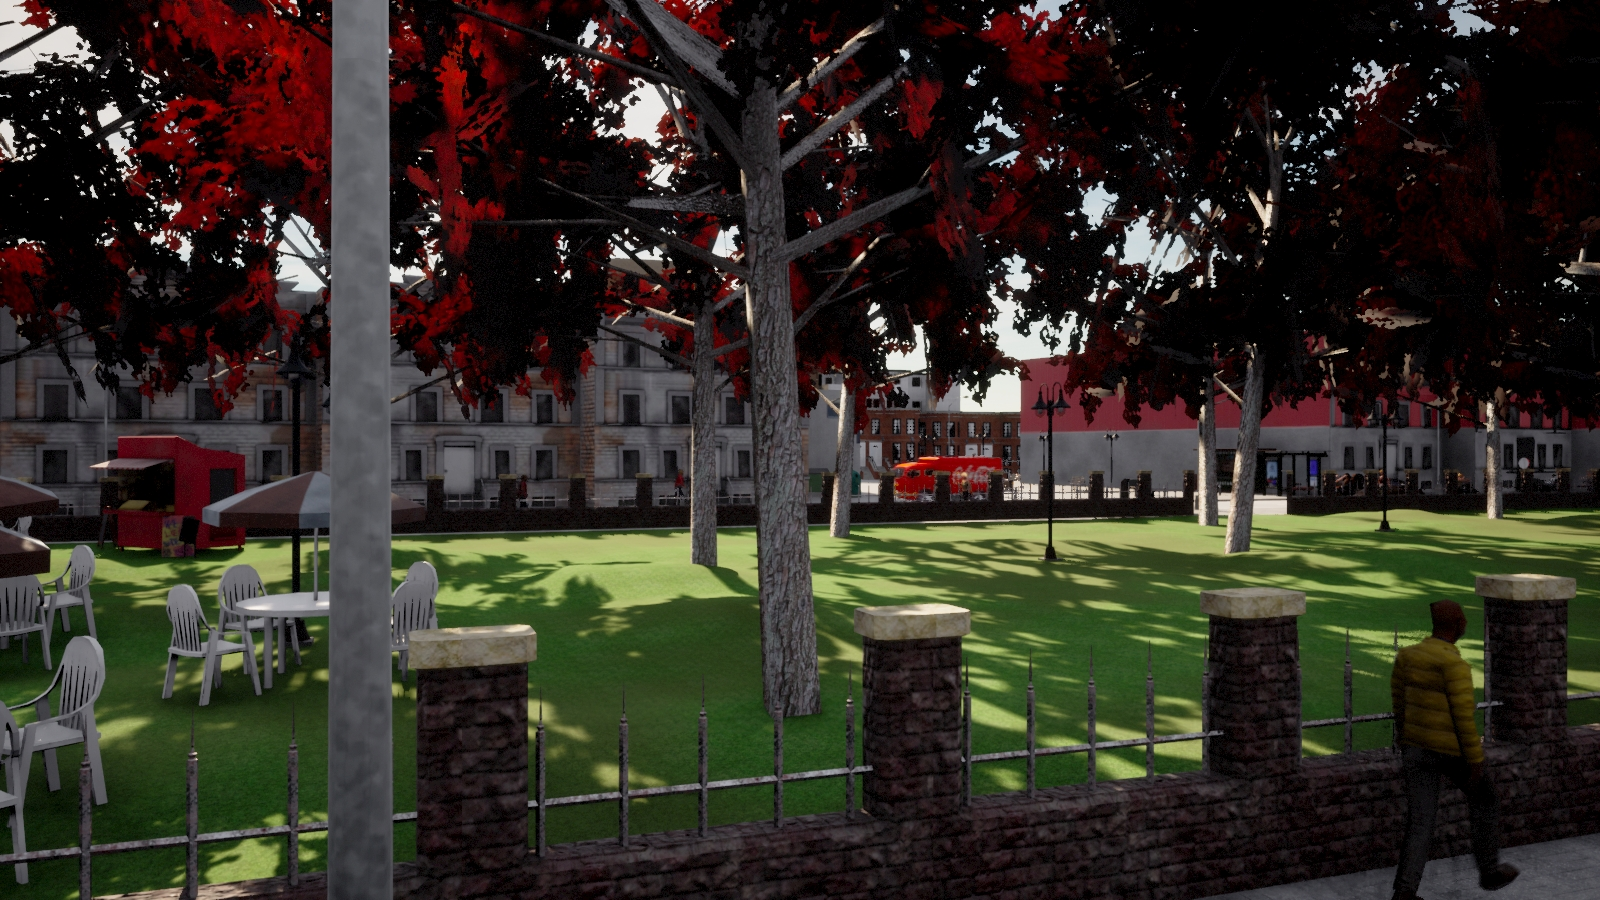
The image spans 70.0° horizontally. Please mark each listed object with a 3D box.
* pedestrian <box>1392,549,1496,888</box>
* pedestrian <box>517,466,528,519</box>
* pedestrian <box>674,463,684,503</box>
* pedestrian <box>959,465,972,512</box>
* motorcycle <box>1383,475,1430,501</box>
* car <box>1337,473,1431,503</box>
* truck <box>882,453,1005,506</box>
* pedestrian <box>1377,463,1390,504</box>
[{"bbox_3d":[3.745,1.527,6.650,0.375,1.860,0.375,0,0,-20],"label":"pedestrian"},{"bbox_3d":[-9.993,1.527,41.100,0.375,1.860,0.375,0,0,-16],"label":"pedestrian"},{"bbox_3d":[-5.668,1.530,53.678,0.375,1.860,0.375,0,0,-20],"label":"pedestrian"},{"bbox_3d":[6.653,1.532,45.840,0.375,1.860,0.375,0,0,-33],"label":"pedestrian"},{"bbox_3d":[31.424,1.970,59.224,2.356,1.277,0.764,0,0,-20],"label":"motorcycle"},{"bbox_3d":[29.992,1.930,58.701,4.181,1.385,1.994,-1,0,-20],"label":"car"},{"bbox_3d":[6.838,1.358,54.517,5.204,2.467,2.627,0,0,-20],"label":"truck"},{"bbox_3d":[26.766,1.542,52.409,0.375,1.860,0.375,0,0,-20],"label":"pedestrian"}]
